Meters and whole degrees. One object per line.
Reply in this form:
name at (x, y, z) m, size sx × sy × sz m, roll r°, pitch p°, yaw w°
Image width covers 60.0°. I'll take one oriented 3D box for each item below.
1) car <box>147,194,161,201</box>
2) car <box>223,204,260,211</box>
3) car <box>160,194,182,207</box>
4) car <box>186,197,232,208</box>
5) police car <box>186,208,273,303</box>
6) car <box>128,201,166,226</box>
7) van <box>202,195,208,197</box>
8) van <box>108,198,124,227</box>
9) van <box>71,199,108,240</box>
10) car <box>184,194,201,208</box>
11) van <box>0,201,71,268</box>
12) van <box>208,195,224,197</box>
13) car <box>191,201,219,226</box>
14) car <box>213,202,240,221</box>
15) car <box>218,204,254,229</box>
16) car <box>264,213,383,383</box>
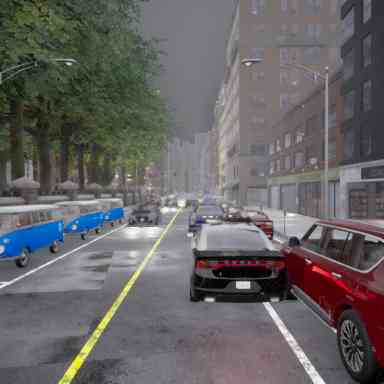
car at (-5.713, 1.265, 50.576) m, size 2.192 × 1.841 × 5.009 m, roll 0°, pitch 0°, yaw 0°
car at (2.842, 1.538, 16.661) m, size 1.887 × 1.381 × 4.507 m, roll 0°, pitch 0°, yaw 0°
car at (-3.042, 1.444, 48.910) m, size 2.128 × 1.511 × 4.902 m, roll 0°, pitch 0°, yaw 0°
car at (0.864, 1.343, 18.262) m, size 2.097 × 1.767 × 4.553 m, roll 0°, pitch 0°, yaw 0°
police car at (0.894, 1.423, 8.402) m, size 1.930 × 1.638 × 5.238 m, roll 0°, pitch 0°, yaw 0°
car at (-3.118, 1.551, 22.901) m, size 1.994 × 1.385 × 4.181 m, roll 0°, pitch 0°, yaw 0°
van at (2.812, 1.291, 50.623) m, size 1.690 × 1.788 × 3.998 m, roll 0°, pitch 0°, yaw 0°
van at (-5.689, 1.329, 22.286) m, size 1.690 × 1.788 × 3.998 m, roll 0°, pitch 0°, yaw 0°
van at (-5.684, 1.334, 16.628) m, size 1.690 × 1.788 × 3.998 m, roll 0°, pitch 0°, yaw 0°
car at (-0.012, 1.462, 46.111) m, size 1.837 × 1.490 × 4.892 m, roll 0°, pitch 0°, yaw 0°
van at (-5.679, 1.337, 10.970) m, size 1.690 × 1.788 × 3.998 m, roll 0°, pitch 0°, yaw 0°
van at (2.827, 1.317, 33.642) m, size 1.690 × 1.788 × 3.998 m, roll 0°, pitch 0°, yaw 0°
car at (0.880, 1.492, 24.292) m, size 1.837 × 1.490 × 4.892 m, roll 0°, pitch 0°, yaw 0°
car at (2.832, 1.564, 27.982) m, size 1.802 × 1.307 × 4.206 m, roll 0°, pitch 0°, yaw 0°
car at (2.837, 1.570, 22.321) m, size 1.802 × 1.307 × 4.206 m, roll 0°, pitch 0°, yaw 0°
car at (2.850, 1.314, 5.340) m, size 2.192 × 1.841 × 5.009 m, roll 0°, pitch 0°, yaw 0°
